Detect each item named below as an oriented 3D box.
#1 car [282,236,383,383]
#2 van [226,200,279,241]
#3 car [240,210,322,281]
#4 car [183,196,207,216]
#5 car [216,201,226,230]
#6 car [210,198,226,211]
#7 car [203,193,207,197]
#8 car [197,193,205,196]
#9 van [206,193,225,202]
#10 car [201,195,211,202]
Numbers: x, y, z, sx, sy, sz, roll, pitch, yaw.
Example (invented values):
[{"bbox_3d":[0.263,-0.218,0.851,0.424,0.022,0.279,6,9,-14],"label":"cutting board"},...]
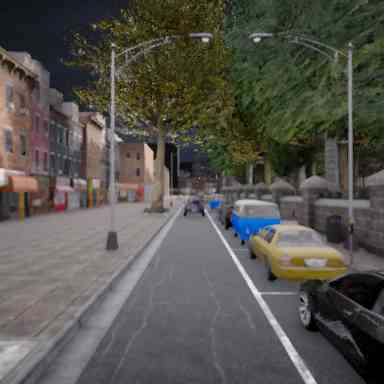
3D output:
[{"bbox_3d":[2.660,1.548,3.885,1.947,1.339,4.313,1,0,0],"label":"car"},{"bbox_3d":[2.708,1.272,14.783,1.690,1.788,3.998,1,0,0],"label":"van"},{"bbox_3d":[2.683,1.481,9.505,1.752,1.417,4.829,1,0,0],"label":"car"},{"bbox_3d":[0.201,1.390,30.562,1.812,1.442,4.674,0,0,0],"label":"car"},{"bbox_3d":[2.727,1.473,20.234,1.947,1.339,4.313,1,0,0],"label":"car"},{"bbox_3d":[2.750,1.436,25.683,2.008,1.369,4.403,1,0,0],"label":"car"},{"bbox_3d":[2.886,1.305,58.549,1.752,1.417,4.829,1,0,0],"label":"car"},{"bbox_3d":[0.256,1.309,44.834,2.128,1.511,4.902,0,0,1],"label":"car"},{"bbox_3d":[2.798,1.187,36.581,1.690,1.788,3.998,1,0,0],"label":"van"},{"bbox_3d":[2.929,1.338,69.278,1.802,1.307,4.206,1,0,0],"label":"car"}]
